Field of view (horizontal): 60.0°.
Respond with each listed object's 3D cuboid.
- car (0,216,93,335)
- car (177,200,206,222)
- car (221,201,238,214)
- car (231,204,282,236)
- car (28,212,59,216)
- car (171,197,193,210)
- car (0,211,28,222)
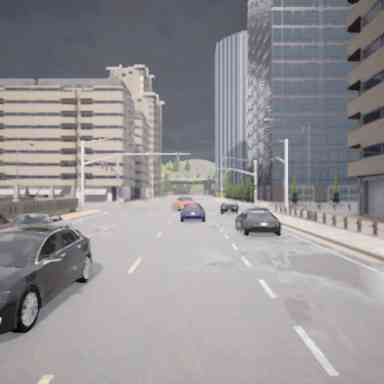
[{"bbox_3d":[-3.518,1.507,6.894,1.837,1.490,4.892,0,0,1],"label":"car"},{"bbox_3d":[0.083,1.577,26.666,1.994,1.385,4.181,0,0,0],"label":"car"},{"bbox_3d":[4.170,1.610,35.849,1.895,1.301,4.718,0,0,9],"label":"car"},{"bbox_3d":[3.606,1.573,18.649,1.994,1.385,4.181,0,0,0],"label":"car"},{"bbox_3d":[-6.996,1.608,14.719,1.895,1.301,4.718,0,0,0],"label":"car"},{"bbox_3d":[-1.030,1.348,39.372,2.097,1.767,4.553,0,0,-15],"label":"car"},{"bbox_3d":[-6.997,1.357,9.605,2.097,1.767,4.553,0,0,0],"label":"car"}]
